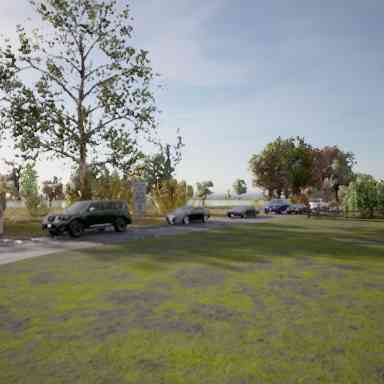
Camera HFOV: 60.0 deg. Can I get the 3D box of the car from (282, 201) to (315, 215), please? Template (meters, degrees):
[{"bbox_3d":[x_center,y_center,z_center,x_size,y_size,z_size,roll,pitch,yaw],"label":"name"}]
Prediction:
[{"bbox_3d":[14.196,2.250,44.198,2.033,1.411,5.357,-1,-2,35],"label":"car"}]

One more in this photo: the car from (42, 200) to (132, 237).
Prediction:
[{"bbox_3d":[-6.135,1.509,20.225,2.150,2.045,5.566,-1,-2,34],"label":"car"}]

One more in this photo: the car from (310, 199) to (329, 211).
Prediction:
[{"bbox_3d":[20.141,2.084,52.776,2.150,2.045,5.566,-1,-2,35],"label":"car"}]

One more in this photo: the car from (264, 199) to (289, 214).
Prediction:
[{"bbox_3d":[11.914,1.979,45.894,2.150,2.045,5.566,-1,-2,36],"label":"car"}]

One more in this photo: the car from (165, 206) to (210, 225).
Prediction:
[{"bbox_3d":[-0.287,1.930,28.585,2.128,1.511,4.902,-1,-2,35],"label":"car"}]

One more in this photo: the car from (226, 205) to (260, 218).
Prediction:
[{"bbox_3d":[5.790,2.145,37.238,2.033,1.411,5.357,-1,-2,35],"label":"car"}]
